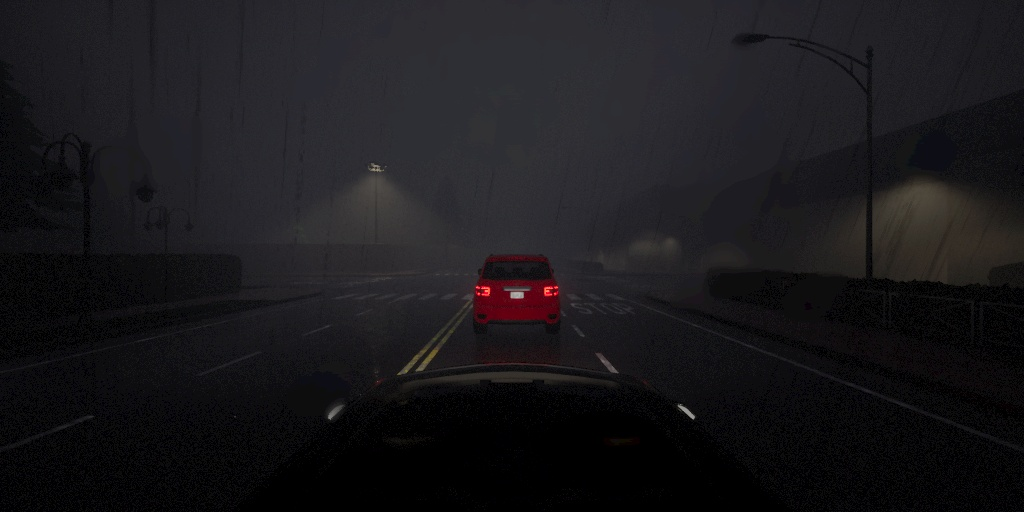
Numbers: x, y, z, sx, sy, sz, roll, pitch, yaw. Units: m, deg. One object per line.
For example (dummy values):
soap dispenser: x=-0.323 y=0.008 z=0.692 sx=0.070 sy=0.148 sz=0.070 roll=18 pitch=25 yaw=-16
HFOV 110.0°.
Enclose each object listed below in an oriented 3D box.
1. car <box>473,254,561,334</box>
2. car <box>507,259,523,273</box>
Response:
car: x=0.121 y=0.971 z=10.734 sx=2.150 sy=2.045 sz=5.566 roll=0 pitch=0 yaw=0
car: x=0.353 y=1.228 z=45.586 sx=1.882 sy=1.535 sz=5.008 roll=0 pitch=0 yaw=1
